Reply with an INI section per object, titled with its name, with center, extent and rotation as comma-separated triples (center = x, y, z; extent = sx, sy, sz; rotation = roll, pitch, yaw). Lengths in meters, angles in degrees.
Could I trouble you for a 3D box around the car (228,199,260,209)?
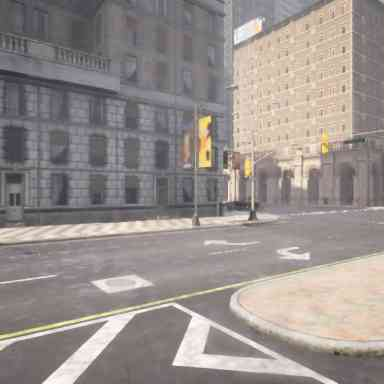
[car]
center = 7.293, 1.601, 46.483
extent = 1.895, 1.301, 4.718
rotation = 0, 0, -36
